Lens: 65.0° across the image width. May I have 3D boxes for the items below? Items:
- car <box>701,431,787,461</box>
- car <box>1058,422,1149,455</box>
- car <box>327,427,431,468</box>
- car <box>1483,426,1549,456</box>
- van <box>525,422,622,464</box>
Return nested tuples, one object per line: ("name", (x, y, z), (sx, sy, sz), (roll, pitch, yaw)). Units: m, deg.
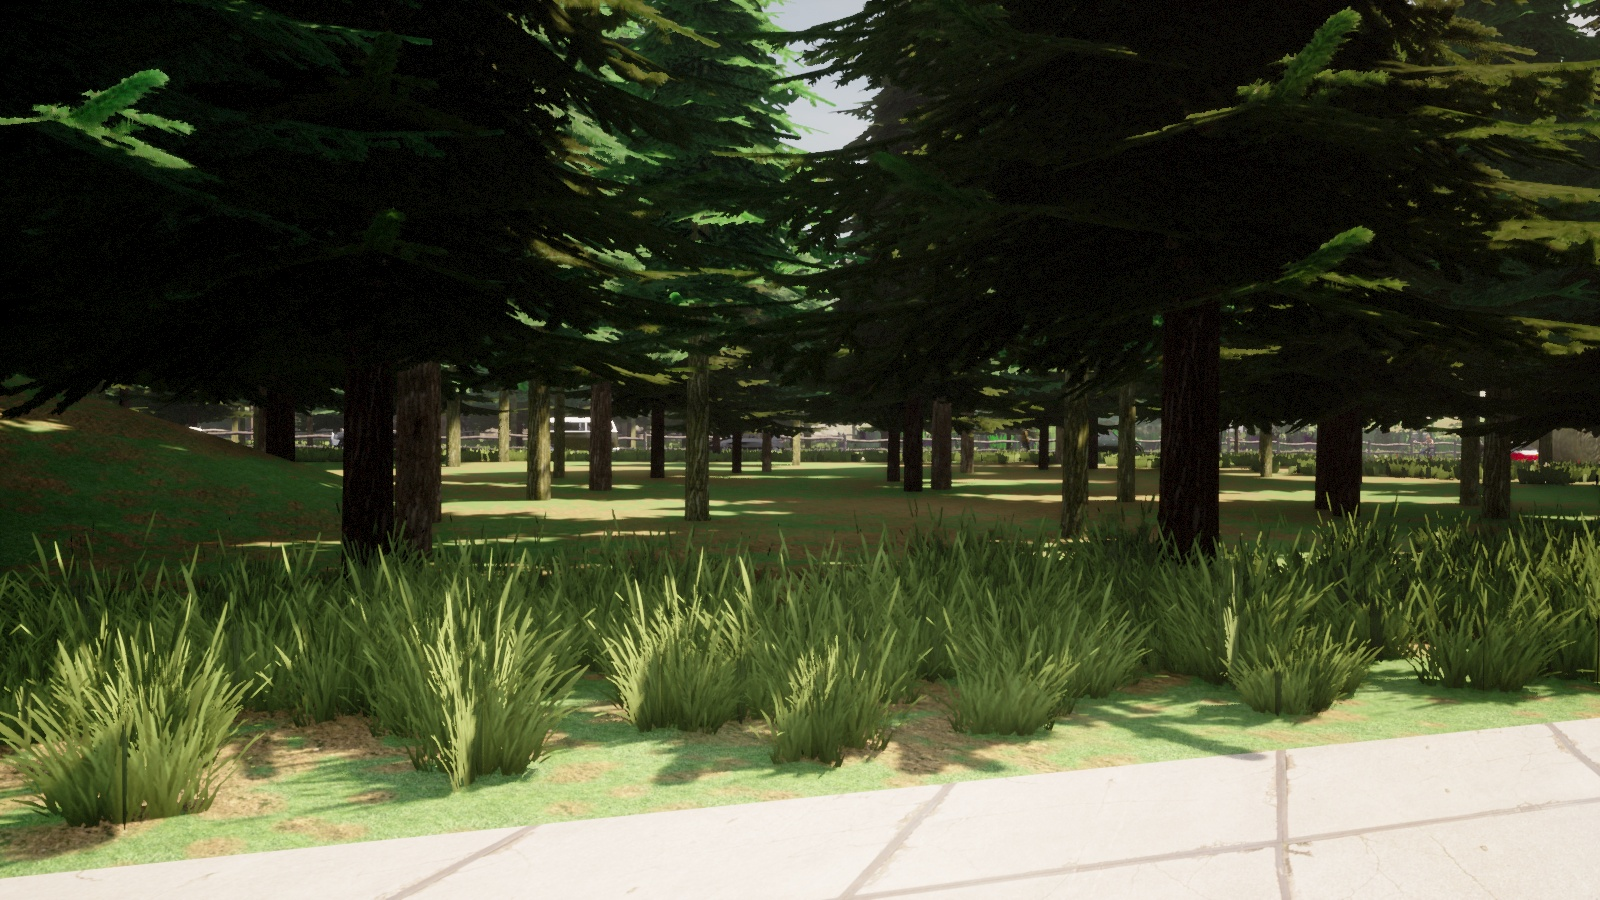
("car", (-2.968, -0.241, 66.669), (4.193, 1.474, 1.816), (-1, 1, -21))
("car", (16.966, -0.678, 70.239), (4.553, 1.767, 2.097), (-1, 1, -19))
("car", (-20.162, -0.146, 60.132), (4.605, 1.855, 1.932), (-1, 1, -21))
("car", (33.394, -0.435, 58.610), (1.481, 1.376, 2.207), (-1, 1, -22))
("van", (-11.463, -0.387, 63.432), (4.480, 2.038, 2.069), (-1, 1, -21))
